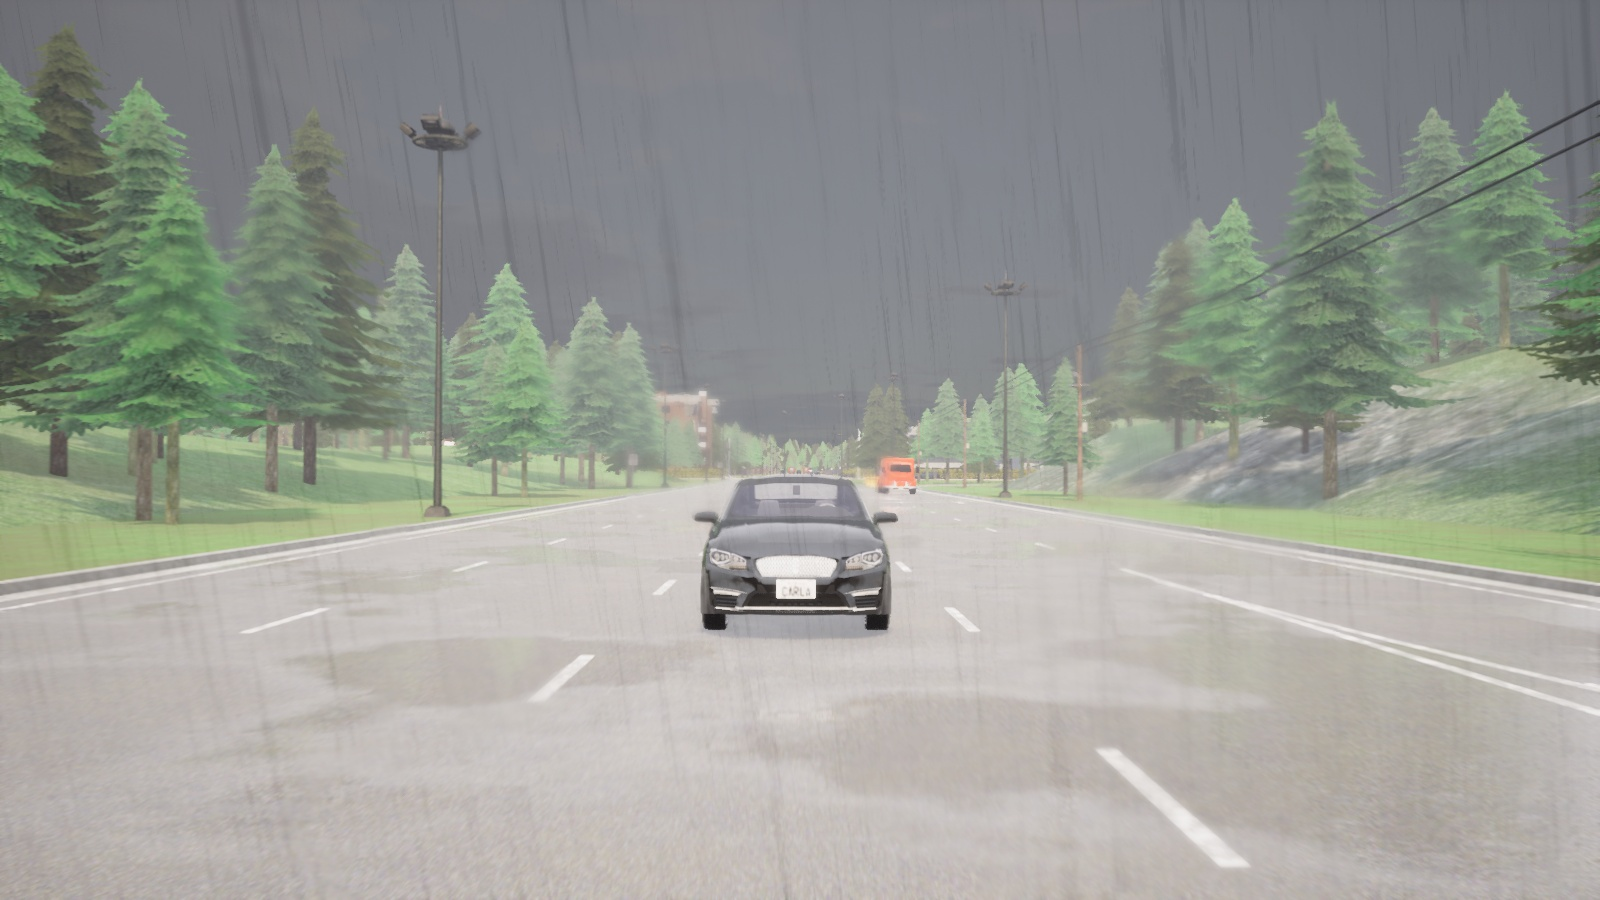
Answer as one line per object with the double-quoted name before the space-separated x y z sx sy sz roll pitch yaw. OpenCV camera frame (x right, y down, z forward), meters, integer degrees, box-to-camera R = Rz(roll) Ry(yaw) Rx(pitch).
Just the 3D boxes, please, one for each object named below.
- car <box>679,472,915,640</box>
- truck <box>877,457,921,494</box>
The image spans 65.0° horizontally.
"car" -0.033 1.002 13.834 2.128 1.511 4.902 0 -1 0
"truck" 6.792 1.752 86.810 2.627 2.467 5.204 0 -1 0
